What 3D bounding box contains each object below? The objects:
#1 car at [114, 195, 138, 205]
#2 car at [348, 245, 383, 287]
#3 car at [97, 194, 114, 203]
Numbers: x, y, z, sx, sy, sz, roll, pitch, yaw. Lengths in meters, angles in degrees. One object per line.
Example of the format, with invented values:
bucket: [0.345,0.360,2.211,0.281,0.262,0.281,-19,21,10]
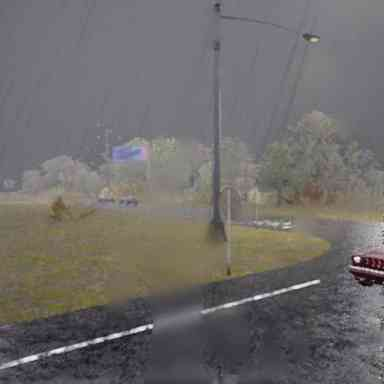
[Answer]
car: [-10.203,1.324,52.701,1.837,1.490,4.892,0,0,-33]
car: [5.827,1.558,8.021,4.718,1.301,1.895,0,0,-35]
car: [-15.892,1.151,61.178,2.097,1.767,4.553,0,0,-34]
